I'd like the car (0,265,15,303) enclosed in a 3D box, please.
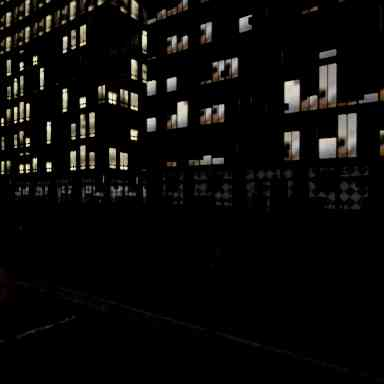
[{"bbox_3d":[-5.491,1.526,6.799,4.829,1.417,1.752,0,0,36],"label":"car"}]
